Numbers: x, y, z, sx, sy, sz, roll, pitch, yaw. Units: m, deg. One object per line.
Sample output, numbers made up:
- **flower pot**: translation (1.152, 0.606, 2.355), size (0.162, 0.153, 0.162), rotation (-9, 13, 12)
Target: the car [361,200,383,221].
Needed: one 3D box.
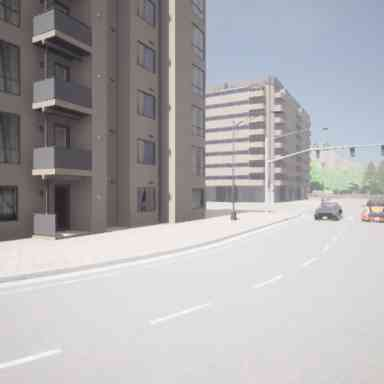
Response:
- **car**: translation (14.656, 1.402, 26.334), size (2.097, 1.767, 4.553), rotation (0, 0, 29)

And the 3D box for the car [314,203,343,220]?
- **car**: translation (11.584, 1.600, 28.011), size (2.033, 1.411, 5.357), rotation (0, 0, 29)
